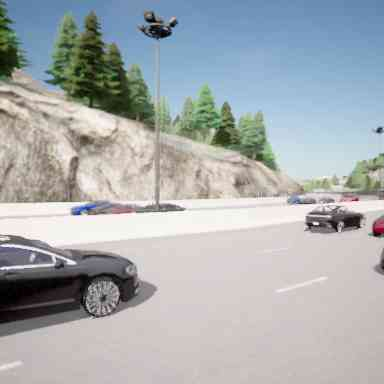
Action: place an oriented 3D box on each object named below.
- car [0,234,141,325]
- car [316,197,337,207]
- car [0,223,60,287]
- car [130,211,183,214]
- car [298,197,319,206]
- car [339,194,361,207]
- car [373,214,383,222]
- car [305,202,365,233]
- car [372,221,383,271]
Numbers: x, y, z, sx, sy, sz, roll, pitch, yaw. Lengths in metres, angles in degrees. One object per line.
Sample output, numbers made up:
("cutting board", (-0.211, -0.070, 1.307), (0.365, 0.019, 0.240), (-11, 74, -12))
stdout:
("car", (-3.304, 1.505, 5.804), (4.902, 1.511, 2.128), (0, 0, -36))
("car", (22.548, 1.569, 55.675), (2.128, 1.511, 4.902), (0, 0, 38))
("car", (-5.957, 1.621, 8.174), (4.718, 1.301, 1.895), (0, 0, -36))
("car", (-2.564, 1.551, 24.352), (4.892, 1.490, 1.837), (0, 0, -40))
("car", (20.694, 1.632, 58.971), (2.033, 1.411, 5.357), (0, 0, 37))
("car", (25.786, 1.293, 54.125), (2.150, 2.045, 5.566), (0, 0, 37))
("car", (11.124, 1.585, 17.417), (4.181, 1.385, 1.994), (0, 0, -42))
("car", (8.634, 1.519, 19.871), (4.902, 1.511, 2.128), (0, 0, -41))
("car", (7.073, 1.575, 9.385), (4.181, 1.385, 1.994), (0, 0, -39))
